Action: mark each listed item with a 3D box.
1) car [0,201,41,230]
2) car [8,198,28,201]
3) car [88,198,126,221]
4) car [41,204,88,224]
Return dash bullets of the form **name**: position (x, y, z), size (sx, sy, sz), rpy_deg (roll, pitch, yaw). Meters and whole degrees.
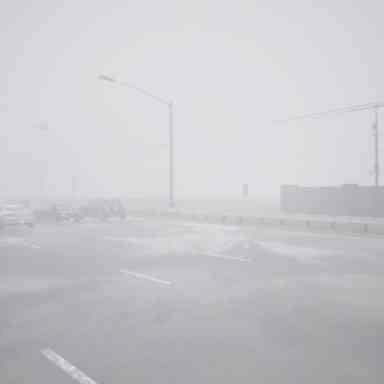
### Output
- **car**: position (-11.552, 1.500, 20.908), size (4.674, 1.442, 1.812), rpy_deg (0, 0, 43)
- **car**: position (-20.527, 1.455, 38.953), size (4.892, 1.490, 1.837), rpy_deg (0, 0, 43)
- **car**: position (-7.243, 1.289, 26.483), size (4.553, 1.767, 2.097), rpy_deg (0, 0, 43)
- **car**: position (-9.755, 1.557, 24.043), size (4.718, 1.301, 1.895), rpy_deg (0, 0, 43)
